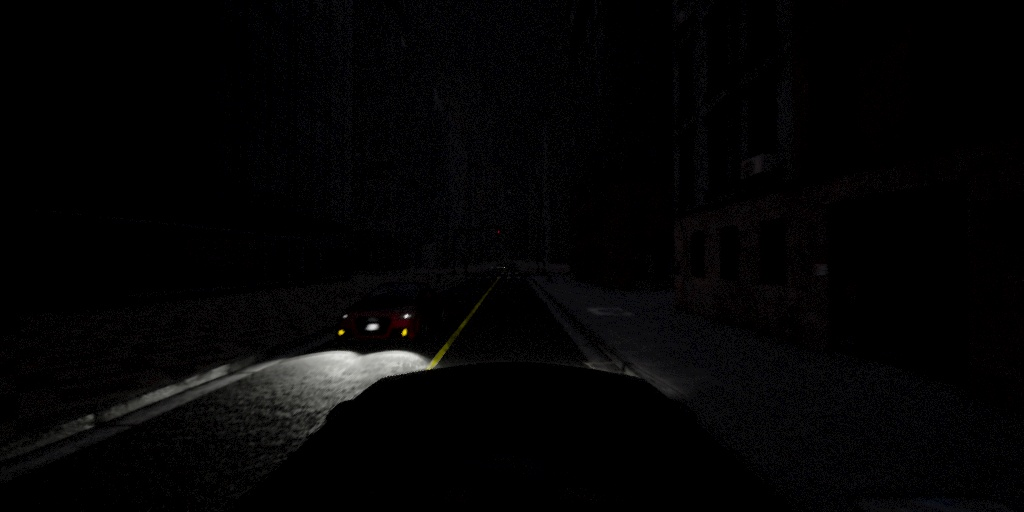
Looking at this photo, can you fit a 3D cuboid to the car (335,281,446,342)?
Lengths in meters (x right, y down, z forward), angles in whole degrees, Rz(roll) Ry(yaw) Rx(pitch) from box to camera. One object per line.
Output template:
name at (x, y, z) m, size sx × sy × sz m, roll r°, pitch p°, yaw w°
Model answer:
car at (-3.101, 1.414, 9.982) m, size 1.994 × 1.385 × 4.181 m, roll 0°, pitch -1°, yaw 0°
